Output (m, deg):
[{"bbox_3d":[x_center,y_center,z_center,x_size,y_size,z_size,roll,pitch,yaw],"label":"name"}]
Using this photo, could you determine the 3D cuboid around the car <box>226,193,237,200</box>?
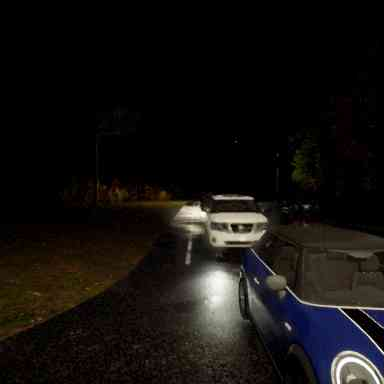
[{"bbox_3d":[9.395,1.101,80.320,2.128,1.511,4.902,0,0,1],"label":"car"}]

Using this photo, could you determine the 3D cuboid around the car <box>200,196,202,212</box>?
[{"bbox_3d":[1.912,1.286,36.531,1.882,1.535,5.008,0,1,1],"label":"car"}]

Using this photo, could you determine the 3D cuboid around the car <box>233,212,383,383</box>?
[{"bbox_3d":[1.929,1.338,4.220,2.097,1.767,4.553,0,0,-1],"label":"car"}]

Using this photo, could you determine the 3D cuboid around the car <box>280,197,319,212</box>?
[{"bbox_3d":[8.806,1.205,27.599,2.097,1.767,4.553,0,0,1],"label":"car"}]

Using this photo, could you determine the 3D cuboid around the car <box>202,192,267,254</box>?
[{"bbox_3d":[1.660,1.144,13.556,2.150,2.045,5.566,0,0,0],"label":"car"}]
